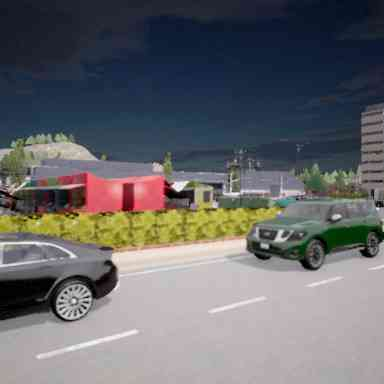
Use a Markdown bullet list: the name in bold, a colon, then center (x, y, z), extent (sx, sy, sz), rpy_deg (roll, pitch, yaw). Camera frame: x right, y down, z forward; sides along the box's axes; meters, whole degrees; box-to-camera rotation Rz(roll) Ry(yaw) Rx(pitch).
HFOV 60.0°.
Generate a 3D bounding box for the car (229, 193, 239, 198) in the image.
- **car**: center (8.641, 1.348, 80.931), extent (1.932, 1.855, 4.605), rpy_deg (0, 0, -35)

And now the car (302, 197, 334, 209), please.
- **car**: center (18.031, 1.560, 47.791), extent (1.970, 1.475, 3.806), rpy_deg (0, 0, -35)

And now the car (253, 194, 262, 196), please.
- **car**: center (14.069, 1.575, 63.464), extent (1.970, 1.475, 3.806), rpy_deg (0, 0, -35)

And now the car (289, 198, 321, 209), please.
- **car**: center (15.662, 1.521, 46.127), extent (1.784, 1.438, 3.905), rpy_deg (0, 0, -35)

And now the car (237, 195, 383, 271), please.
- **car**: center (4.393, 1.248, 11.418), extent (5.566, 2.045, 2.150), rpy_deg (0, 0, -36)

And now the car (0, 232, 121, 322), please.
- **car**: center (-3.680, 1.493, 5.667), extent (4.902, 1.511, 2.128), rpy_deg (0, 0, -35)

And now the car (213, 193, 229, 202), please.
- **car**: center (6.242, 1.343, 79.312), extent (1.905, 1.878, 3.866), rpy_deg (0, 0, -35)

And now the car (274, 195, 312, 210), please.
- **car**: center (13.495, 1.304, 44.544), extent (1.932, 1.855, 4.605), rpy_deg (0, 0, -35)
